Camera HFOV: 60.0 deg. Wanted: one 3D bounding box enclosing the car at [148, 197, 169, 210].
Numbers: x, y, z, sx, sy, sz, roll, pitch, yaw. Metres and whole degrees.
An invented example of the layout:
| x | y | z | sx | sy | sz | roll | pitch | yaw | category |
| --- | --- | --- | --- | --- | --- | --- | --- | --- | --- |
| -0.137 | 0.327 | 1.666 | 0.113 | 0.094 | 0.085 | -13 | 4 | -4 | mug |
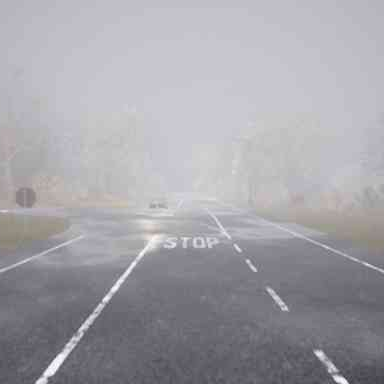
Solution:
| x | y | z | sx | sy | sz | roll | pitch | yaw | category |
| --- | --- | --- | --- | --- | --- | --- | --- | --- | --- |
| -3.518 | 1.209 | 36.023 | 2.033 | 1.411 | 5.357 | 1 | -1 | 0 | car |

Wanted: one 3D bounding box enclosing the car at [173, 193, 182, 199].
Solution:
| x | y | z | sx | sy | sz | roll | pitch | yaw | category |
| --- | --- | --- | --- | --- | --- | --- | --- | --- | --- |
| -3.606 | 0.960 | 86.090 | 1.812 | 1.442 | 4.674 | 0 | 0 | 3 | car |
